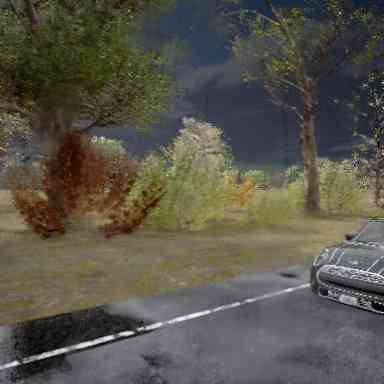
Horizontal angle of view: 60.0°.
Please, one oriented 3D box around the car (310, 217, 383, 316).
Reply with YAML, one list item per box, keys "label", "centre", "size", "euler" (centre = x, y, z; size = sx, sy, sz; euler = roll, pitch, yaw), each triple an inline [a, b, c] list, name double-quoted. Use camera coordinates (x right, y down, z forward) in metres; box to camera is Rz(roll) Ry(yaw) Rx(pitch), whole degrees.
- label: "car"
  centre: [4.655, 1.349, 7.312]
  size: [4.553, 1.767, 2.097]
  euler: [0, 0, -35]
